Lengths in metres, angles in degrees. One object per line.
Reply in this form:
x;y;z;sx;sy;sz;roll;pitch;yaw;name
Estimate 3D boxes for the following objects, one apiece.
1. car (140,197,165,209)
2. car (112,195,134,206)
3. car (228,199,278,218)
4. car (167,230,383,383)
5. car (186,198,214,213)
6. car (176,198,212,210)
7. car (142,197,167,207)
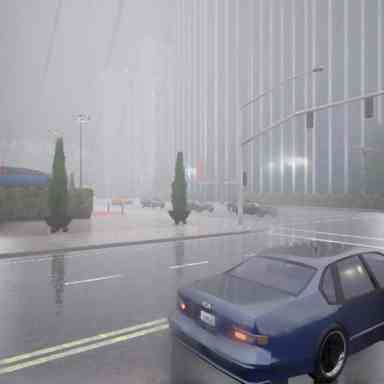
-5.552;1.505;46.513;1.837;1.490;4.892;0;0;-36;car
-11.338;1.352;54.552;2.097;1.767;4.553;0;0;-36;car
5.809;1.526;30.752;1.812;1.442;4.674;0;0;-34;car
2.243;1.547;5.402;5.357;1.411;2.033;0;0;-35;car
0.521;1.526;38.149;1.812;1.442;4.674;0;0;-36;car
0.144;1.547;44.607;2.033;1.411;5.357;0;0;-36;car
-6.068;1.525;53.212;1.812;1.442;4.674;0;0;-36;car
